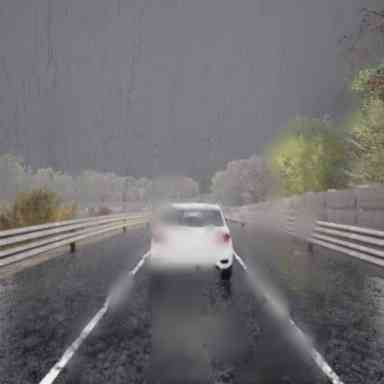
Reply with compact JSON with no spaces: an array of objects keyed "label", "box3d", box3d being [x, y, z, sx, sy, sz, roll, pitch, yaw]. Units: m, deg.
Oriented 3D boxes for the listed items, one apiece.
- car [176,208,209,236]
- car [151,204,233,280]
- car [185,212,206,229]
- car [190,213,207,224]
[{"label":"car","box3d":[0.085,2.051,23.667,2.097,1.767,4.553,0,-3,1]},{"label":"car","box3d":[-0.007,1.404,10.695,2.150,2.045,5.566,0,-2,0]},{"label":"car","box3d":[0.385,2.655,31.889,1.882,1.535,5.008,0,-4,2]},{"label":"car","box3d":[0.928,3.500,44.155,2.033,1.411,5.357,0,-4,3]}]
